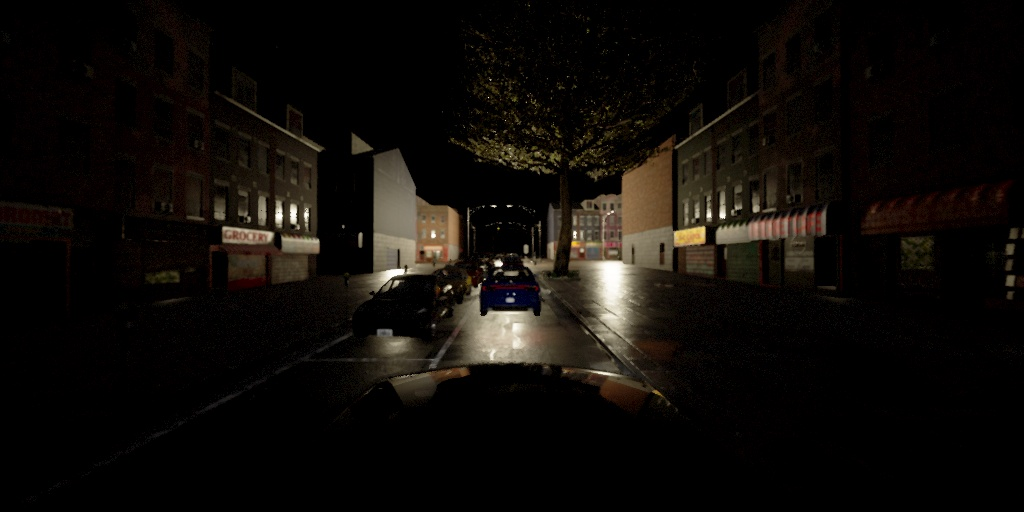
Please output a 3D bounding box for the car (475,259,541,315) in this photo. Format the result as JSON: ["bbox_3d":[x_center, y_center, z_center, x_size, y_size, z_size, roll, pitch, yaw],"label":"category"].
[{"bbox_3d":[-0.044,1.057,12.663,1.882,1.535,5.008,0,1,0],"label":"car"}]

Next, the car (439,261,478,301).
[{"bbox_3d":[-2.665,1.065,15.007,1.751,1.417,4.829,0,0,0],"label":"car"}]

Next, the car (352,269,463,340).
[{"bbox_3d":[-2.656,1.191,9.643,1.948,1.339,4.313,0,0,0],"label":"car"}]

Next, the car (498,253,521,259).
[{"bbox_3d":[0.043,0.773,31.282,1.882,1.535,5.008,0,1,0],"label":"car"}]

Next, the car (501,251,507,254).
[{"bbox_3d":[0.013,0.457,44.214,2.097,1.767,4.553,0,1,0],"label":"car"}]

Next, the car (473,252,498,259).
[{"bbox_3d":[-2.694,0.603,31.780,2.192,1.841,5.009,0,0,0],"label":"car"}]

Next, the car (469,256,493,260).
[{"bbox_3d":[-2.685,0.921,26.246,2.007,1.370,4.403,0,0,0],"label":"car"}]

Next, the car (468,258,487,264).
[{"bbox_3d":[-2.675,1.000,20.712,1.888,1.381,4.507,0,0,0],"label":"car"}]
